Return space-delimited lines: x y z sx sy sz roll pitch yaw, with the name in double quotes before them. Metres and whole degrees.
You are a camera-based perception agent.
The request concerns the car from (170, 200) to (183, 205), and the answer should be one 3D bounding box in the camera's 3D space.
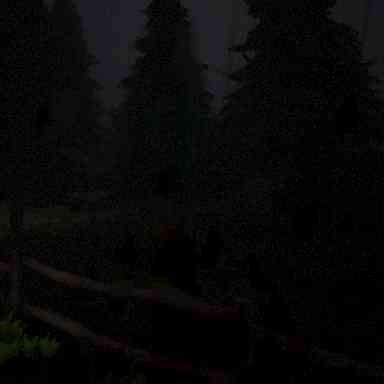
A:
"car" -2.726 1.591 37.117 4.181 1.385 1.994 0 0 -13
